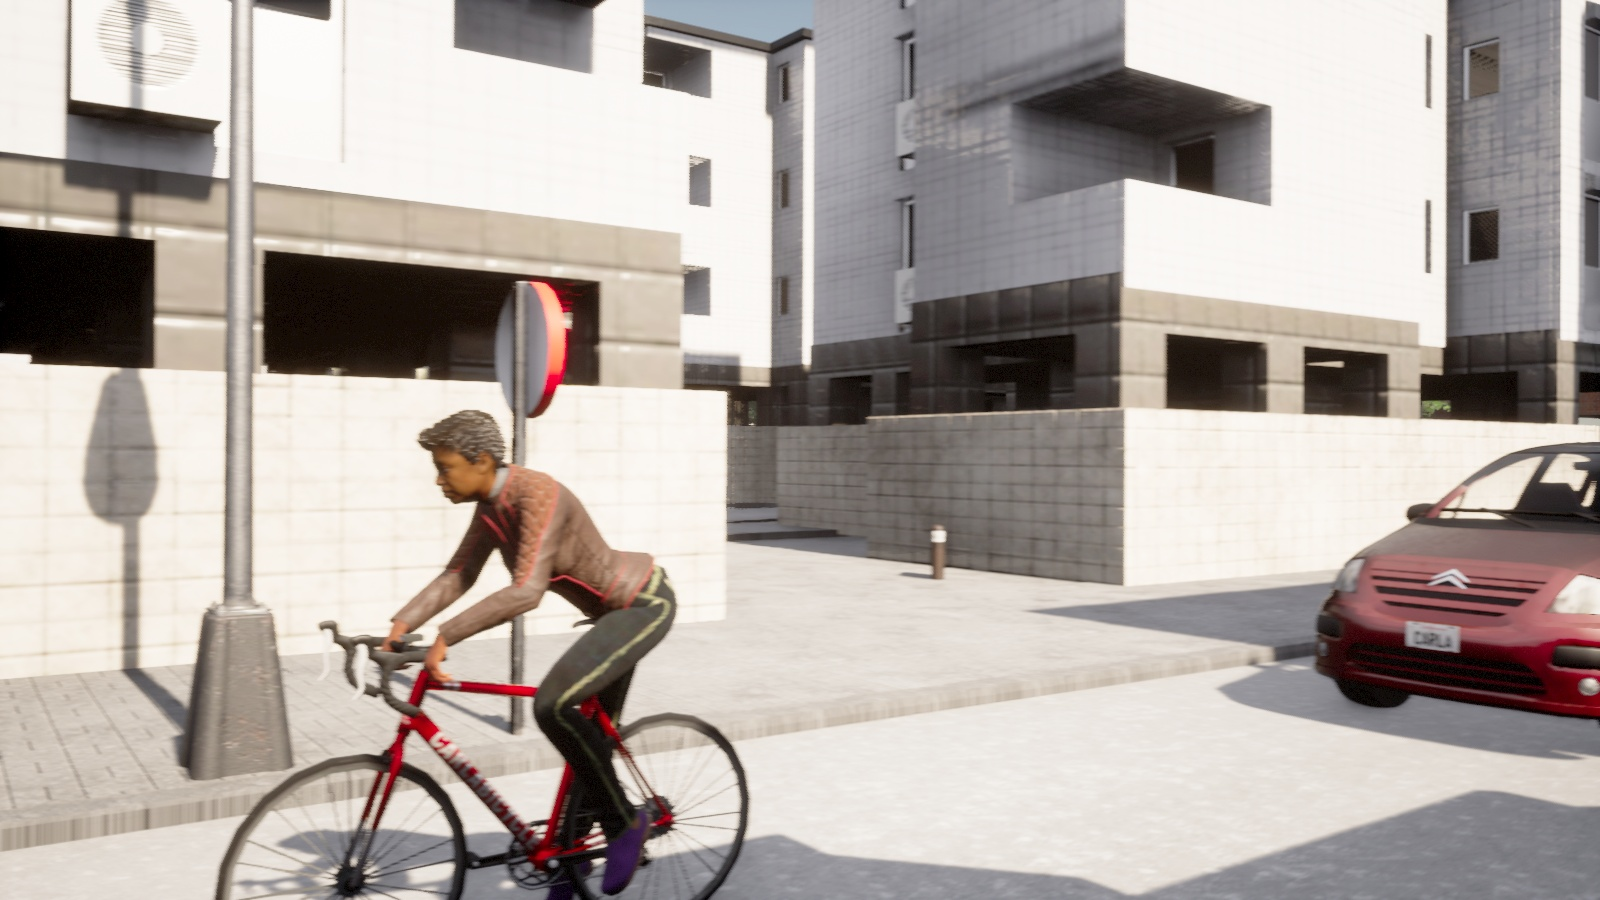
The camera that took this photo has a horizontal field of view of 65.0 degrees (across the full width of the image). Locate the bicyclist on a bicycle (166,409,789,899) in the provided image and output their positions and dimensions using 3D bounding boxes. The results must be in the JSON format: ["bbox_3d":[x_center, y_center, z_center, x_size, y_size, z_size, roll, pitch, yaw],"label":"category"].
[{"bbox_3d":[-0.883,0.713,3.662,1.656,1.620,0.582,0,0,-35],"label":"bicyclist on a bicycle"}]

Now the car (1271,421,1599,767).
[{"bbox_3d":[4.903,0.682,7.685,3.988,1.617,1.851,0,0,-35],"label":"car"}]
